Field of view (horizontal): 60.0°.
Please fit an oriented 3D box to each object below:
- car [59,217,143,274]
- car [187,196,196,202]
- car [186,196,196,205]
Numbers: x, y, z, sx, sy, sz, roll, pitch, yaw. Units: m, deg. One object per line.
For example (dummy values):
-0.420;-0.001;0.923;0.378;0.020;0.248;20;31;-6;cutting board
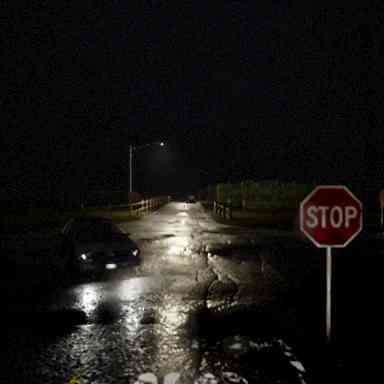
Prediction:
-3.306;1.574;11.126;2.033;1.411;5.357;0;0;-27;car
-0.182;1.511;73.818;1.994;1.385;4.181;0;0;0;car
-0.157;1.716;63.844;1.895;1.301;4.718;0;0;0;car
